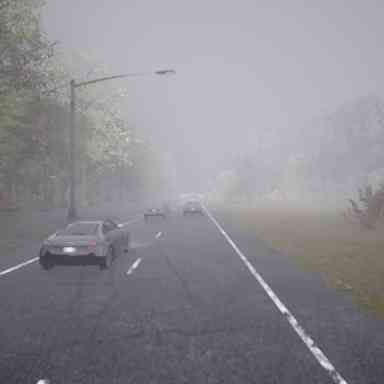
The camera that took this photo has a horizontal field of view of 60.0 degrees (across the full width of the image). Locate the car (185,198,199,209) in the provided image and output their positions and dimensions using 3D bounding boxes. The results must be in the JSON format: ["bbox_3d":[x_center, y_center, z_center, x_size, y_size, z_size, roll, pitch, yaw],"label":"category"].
[{"bbox_3d":[0.049,1.531,46.410,1.812,1.442,4.674,0,0,1],"label":"car"}]

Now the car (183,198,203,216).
[{"bbox_3d":[0.099,1.567,33.143,1.994,1.385,4.181,0,0,1],"label":"car"}]

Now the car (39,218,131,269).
[{"bbox_3d":[-3.358,1.564,11.180,1.994,1.385,4.181,0,0,1],"label":"car"}]

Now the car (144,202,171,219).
[{"bbox_3d":[-2.927,1.549,28.989,2.033,1.411,5.357,0,0,2],"label":"car"}]
